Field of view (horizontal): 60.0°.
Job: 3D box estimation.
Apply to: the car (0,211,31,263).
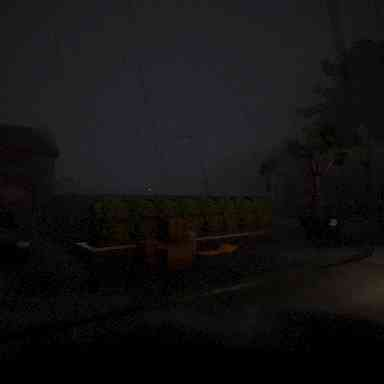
[{"bbox_3d":[-6.510,1.356,10.753,2.033,1.415,5.357,0,0,-33],"label":"car"}]
